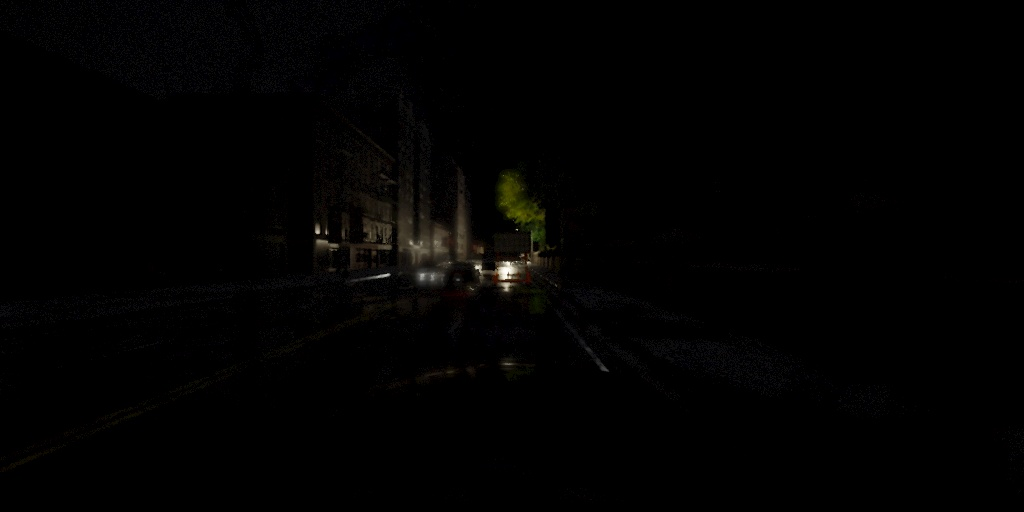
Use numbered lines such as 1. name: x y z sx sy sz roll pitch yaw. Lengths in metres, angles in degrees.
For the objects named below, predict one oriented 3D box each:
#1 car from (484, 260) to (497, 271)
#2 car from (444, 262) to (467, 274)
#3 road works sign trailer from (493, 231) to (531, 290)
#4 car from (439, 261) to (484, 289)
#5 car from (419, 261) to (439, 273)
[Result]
1. car: -3.145 1.231 49.659 1.882 1.535 5.008 0 0 0
2. car: -6.580 1.353 42.152 1.895 1.301 4.718 0 0 0
3. road works sign trailer: 0.002 0.216 22.745 2.380 3.560 2.880 0 0 0
4. car: -3.148 1.229 23.429 1.882 1.535 5.008 0 0 0
5. car: -9.825 1.317 43.157 1.994 1.385 4.181 0 0 0
